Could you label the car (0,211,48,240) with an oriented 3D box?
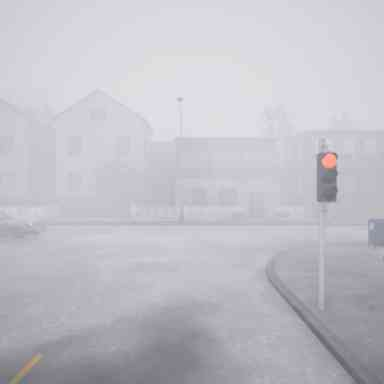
[{"bbox_3d":[-9.685,1.595,16.312,4.718,1.301,1.895,0,0,0],"label":"car"}]
